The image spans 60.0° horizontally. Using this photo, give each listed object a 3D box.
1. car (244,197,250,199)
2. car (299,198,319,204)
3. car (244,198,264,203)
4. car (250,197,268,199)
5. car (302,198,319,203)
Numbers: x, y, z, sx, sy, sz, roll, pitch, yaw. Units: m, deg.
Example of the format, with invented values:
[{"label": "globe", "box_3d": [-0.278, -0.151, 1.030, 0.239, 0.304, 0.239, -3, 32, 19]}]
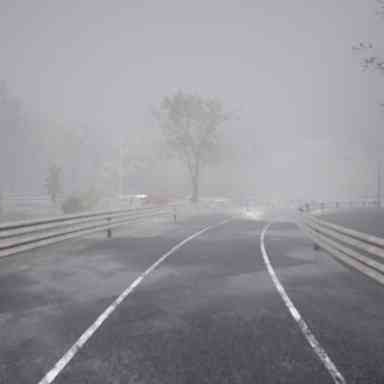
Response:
[{"label": "car", "box_3d": [13.384, 1.892, 74.834, 5.008, 1.535, 1.882, 1, 0, -34]}, {"label": "car", "box_3d": [30.262, 2.370, 86.037, 5.357, 1.411, 2.033, 1, 0, -34]}, {"label": "car", "box_3d": [14.989, 2.049, 80.103, 4.718, 1.301, 1.895, 1, 0, -34]}, {"label": "car", "box_3d": [15.468, 1.854, 72.015, 4.553, 1.767, 2.097, 1, 0, -34]}, {"label": "car", "box_3d": [29.046, 2.322, 81.029, 4.892, 1.490, 1.837, 1, 0, -34]}]
